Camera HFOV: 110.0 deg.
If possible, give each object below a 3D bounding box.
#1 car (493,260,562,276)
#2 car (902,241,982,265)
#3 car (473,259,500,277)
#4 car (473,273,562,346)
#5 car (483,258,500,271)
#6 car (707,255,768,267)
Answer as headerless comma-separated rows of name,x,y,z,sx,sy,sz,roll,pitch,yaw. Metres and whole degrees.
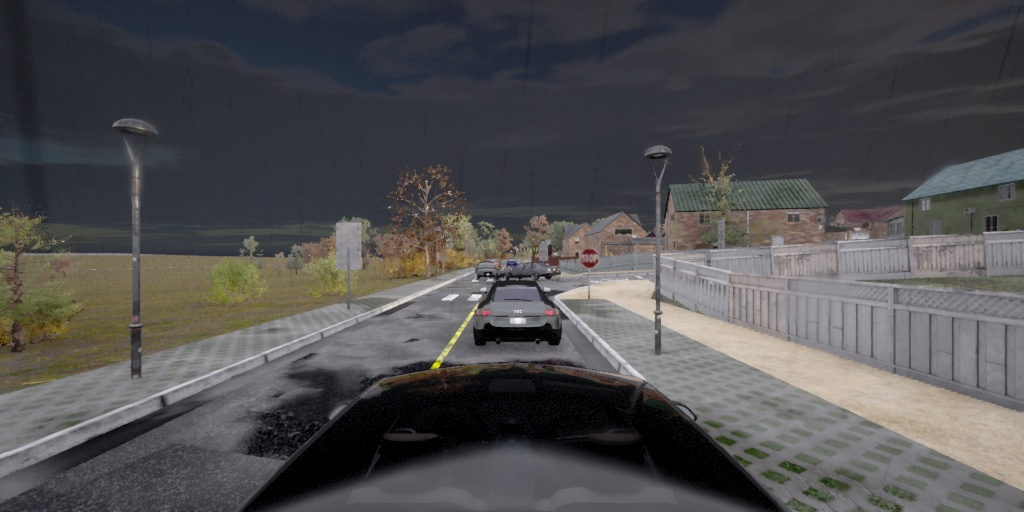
car,1.316,1.198,28.455,5.357,1.411,2.033,-4,-3,43
car,23.874,-0.208,20.426,4.902,1.511,2.128,-3,0,14
car,-2.273,1.258,31.363,1.837,1.490,4.892,0,0,-8
car,0.096,1.313,9.439,1.994,1.385,4.181,0,0,-1
car,-2.885,1.121,51.181,2.097,1.767,4.553,0,0,1
car,14.371,0.413,22.841,4.181,1.385,1.994,-3,0,16
